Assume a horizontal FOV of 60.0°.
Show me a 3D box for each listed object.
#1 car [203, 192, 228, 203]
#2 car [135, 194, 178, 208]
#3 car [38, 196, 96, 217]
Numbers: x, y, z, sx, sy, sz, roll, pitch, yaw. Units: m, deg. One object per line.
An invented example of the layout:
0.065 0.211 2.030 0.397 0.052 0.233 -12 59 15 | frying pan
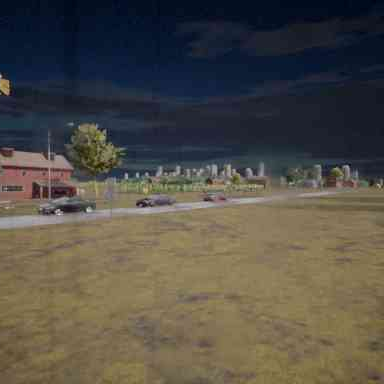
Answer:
3.338 0.723 46.583 1.994 1.385 4.181 1 2 36 | car
-3.779 0.957 36.789 2.033 1.411 5.357 1 2 36 | car
-10.320 1.142 27.752 1.837 1.490 4.892 1 1 36 | car
